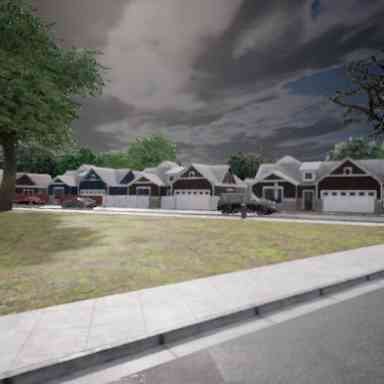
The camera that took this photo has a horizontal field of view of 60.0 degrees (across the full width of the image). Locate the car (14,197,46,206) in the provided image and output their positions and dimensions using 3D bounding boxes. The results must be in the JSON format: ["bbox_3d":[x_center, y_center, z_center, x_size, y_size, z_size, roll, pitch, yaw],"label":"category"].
[{"bbox_3d":[-23.592,1.381,48.371,4.718,1.301,1.895,0,0,27],"label":"car"}]

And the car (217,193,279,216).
[{"bbox_3d":[4.959,1.120,30.132,5.566,2.045,2.150,0,0,29],"label":"car"}]

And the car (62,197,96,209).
[{"bbox_3d":[-13.548,1.382,40.001,4.181,1.385,1.994,0,0,28],"label":"car"}]

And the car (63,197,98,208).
[{"bbox_3d":[-14.734,1.382,43.843,4.181,1.385,1.994,0,0,28],"label":"car"}]
